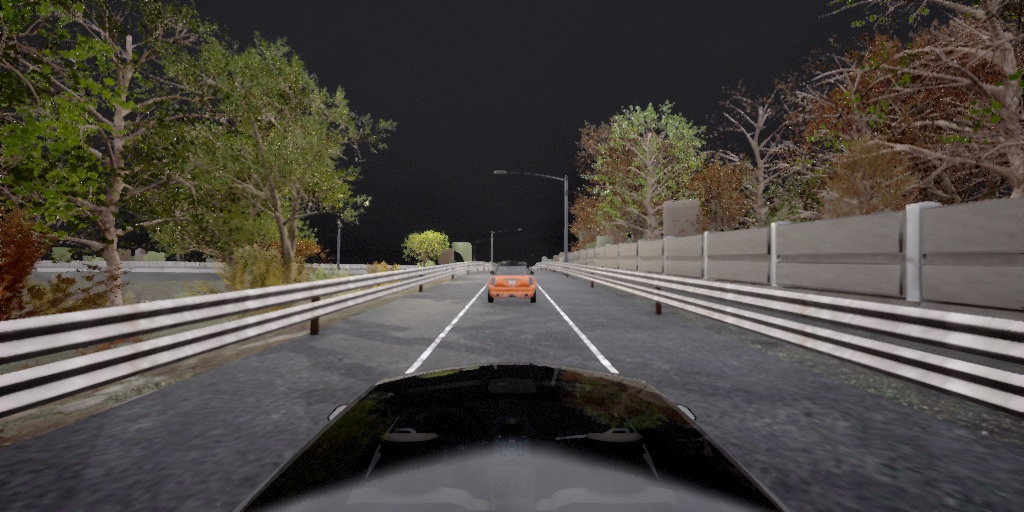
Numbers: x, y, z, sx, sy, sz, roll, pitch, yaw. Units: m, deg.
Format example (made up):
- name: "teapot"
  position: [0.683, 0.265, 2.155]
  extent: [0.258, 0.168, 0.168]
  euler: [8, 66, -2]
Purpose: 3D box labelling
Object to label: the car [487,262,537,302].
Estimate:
- name: "car"
  position: [0.001, 1.116, 17.004]
  extent: [2.097, 1.767, 4.553]
  euler: [0, 0, 0]
